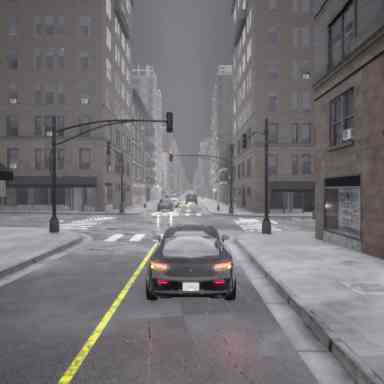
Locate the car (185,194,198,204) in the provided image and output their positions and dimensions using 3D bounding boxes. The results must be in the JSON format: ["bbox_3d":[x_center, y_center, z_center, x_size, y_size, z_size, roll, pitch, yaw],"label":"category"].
[{"bbox_3d":[-0.097,1.320,64.731,2.150,2.045,5.566,0,0,0],"label":"car"}]

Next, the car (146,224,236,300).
[{"bbox_3d":[-0.018,1.527,8.236,1.812,1.442,4.674,0,0,0],"label":"car"}]

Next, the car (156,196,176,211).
[{"bbox_3d":[-3.236,1.556,40.842,1.837,1.490,4.892,0,0,-2],"label":"car"}]

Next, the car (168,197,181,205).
[{"bbox_3d":[-3.248,1.640,61.953,2.033,1.411,5.357,0,0,0],"label":"car"}]

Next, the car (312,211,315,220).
[{"bbox_3d":[12.276,1.721,26.856,5.008,1.535,1.882,1,0,-1],"label":"car"}]

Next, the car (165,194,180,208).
[{"bbox_3d":[-3.247,1.293,51.413,2.150,2.045,5.566,0,0,0],"label":"car"}]
